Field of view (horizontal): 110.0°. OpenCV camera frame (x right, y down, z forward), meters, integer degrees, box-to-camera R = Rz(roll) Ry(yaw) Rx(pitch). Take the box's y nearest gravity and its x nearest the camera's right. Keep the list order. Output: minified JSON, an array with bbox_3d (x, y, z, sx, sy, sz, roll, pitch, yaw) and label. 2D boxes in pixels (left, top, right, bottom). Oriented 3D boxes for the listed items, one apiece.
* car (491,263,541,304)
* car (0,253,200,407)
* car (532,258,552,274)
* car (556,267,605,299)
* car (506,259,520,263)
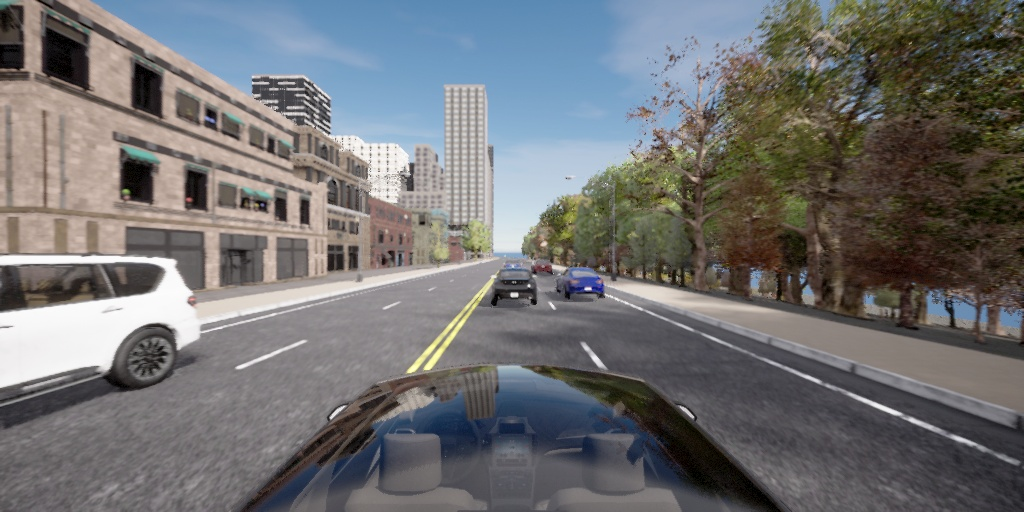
[{"bbox_3d":[0.096,1.261,16.308,1.837,1.490,4.892,0,0,0],"label":"car"},{"bbox_3d":[-6.572,0.976,3.957,2.150,2.045,5.566,0,0,1],"label":"car"},{"bbox_3d":[3.342,1.118,40.747,2.097,1.767,4.553,0,0,0],"label":"car"},{"bbox_3d":[3.346,1.283,18.047,1.812,1.442,4.674,0,0,0],"label":"car"},{"bbox_3d":[0.092,1.118,38.972,2.097,1.767,4.553,0,0,0],"label":"car"}]
